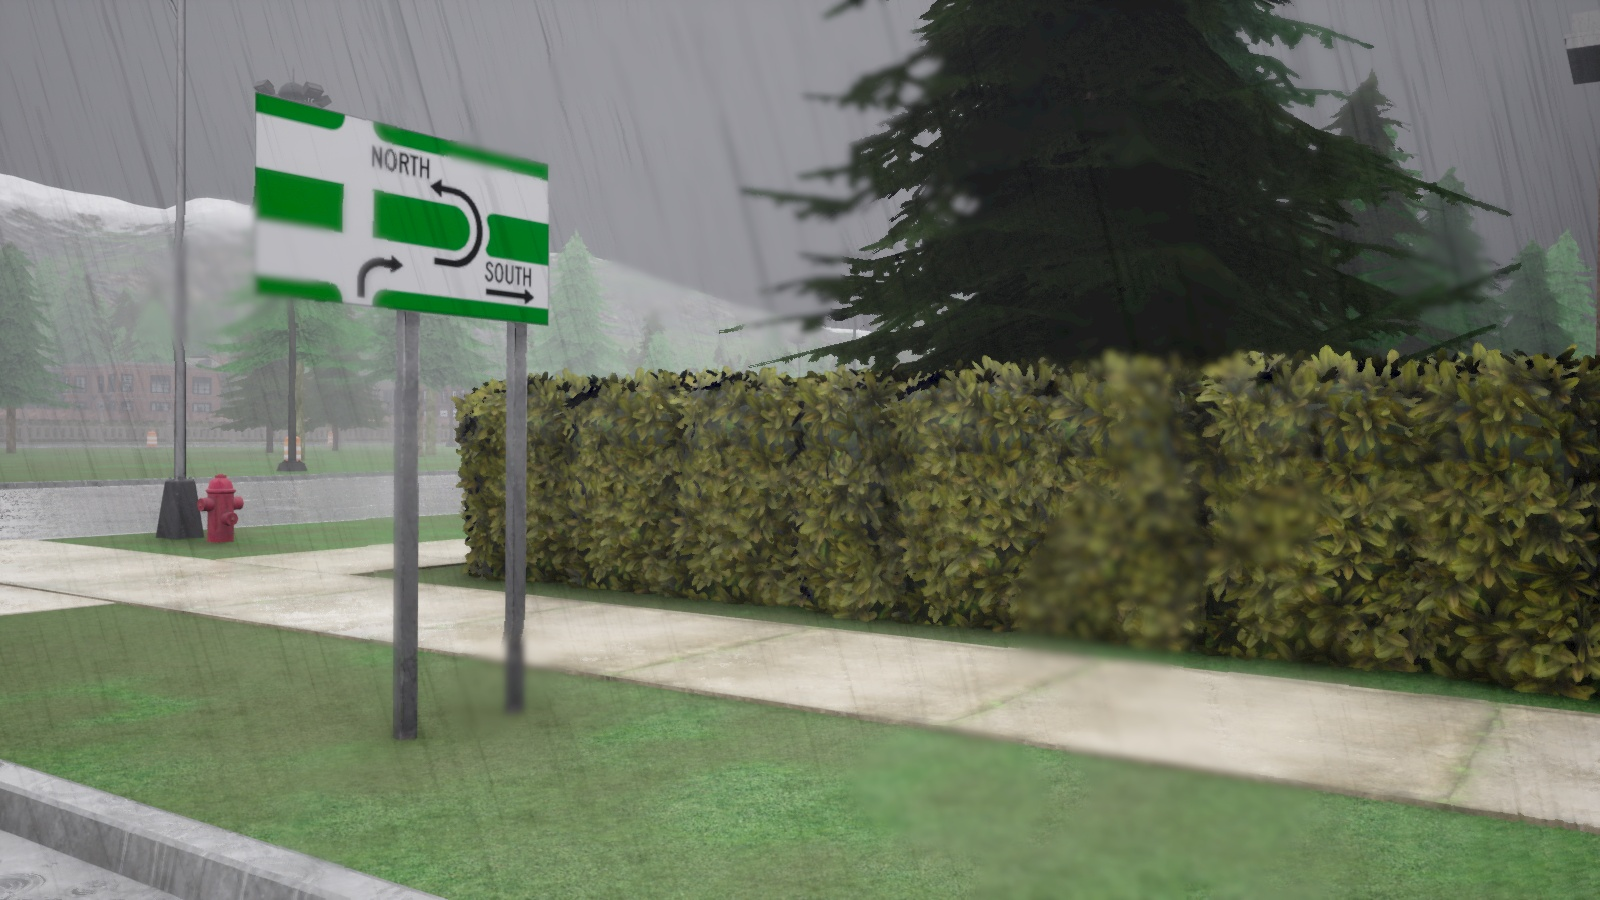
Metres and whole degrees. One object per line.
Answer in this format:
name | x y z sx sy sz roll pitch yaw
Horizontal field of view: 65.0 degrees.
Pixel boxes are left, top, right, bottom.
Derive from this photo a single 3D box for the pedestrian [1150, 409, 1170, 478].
pedestrian | 9.687 -0.189 33.785 0.345 1.836 0.594 0 1 35
